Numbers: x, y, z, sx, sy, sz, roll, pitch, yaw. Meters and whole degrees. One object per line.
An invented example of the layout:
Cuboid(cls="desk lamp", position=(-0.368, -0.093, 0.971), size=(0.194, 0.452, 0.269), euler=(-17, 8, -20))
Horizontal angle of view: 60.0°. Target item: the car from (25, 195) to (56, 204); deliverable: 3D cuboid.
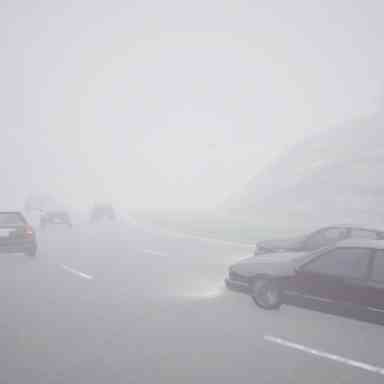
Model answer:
Cuboid(cls="car", position=(-16.322, 1.367, 36.301), size=(2.150, 2.045, 5.566), euler=(0, 0, -5))

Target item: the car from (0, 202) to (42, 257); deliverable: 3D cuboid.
Cuboid(cls="car", position=(-7.404, 1.396, 12.478), size=(2.097, 1.767, 4.553), euler=(1, 0, -37))

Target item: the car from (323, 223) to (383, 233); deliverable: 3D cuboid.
Cuboid(cls="car", position=(4.507, 1.625, 9.540), size=(5.357, 1.411, 2.033), euler=(0, 0, 40))

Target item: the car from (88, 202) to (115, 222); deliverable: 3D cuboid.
Cuboid(cls="car", position=(-7.528, 1.639, 27.836), size=(1.837, 1.490, 4.892), euler=(0, 0, -19))

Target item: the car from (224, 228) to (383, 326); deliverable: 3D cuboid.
Cuboid(cls="car", position=(3.265, 1.600, 6.092), size=(5.357, 1.411, 2.033), euler=(0, 0, 38))

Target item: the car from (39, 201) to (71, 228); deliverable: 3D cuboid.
Cuboid(cls="car", position=(-9.368, 1.622, 22.840), size=(1.812, 1.442, 4.674), euler=(0, 0, -24))
